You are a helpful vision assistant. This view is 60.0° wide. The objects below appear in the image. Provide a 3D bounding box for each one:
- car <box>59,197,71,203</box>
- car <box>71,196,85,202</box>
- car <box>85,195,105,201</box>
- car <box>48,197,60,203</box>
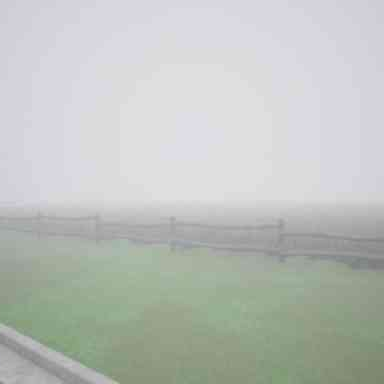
[{"bbox_3d":[-31.375,2.197,86.417,2.033,1.411,5.357,0,0,12],"label":"car"},{"bbox_3d":[-28.046,2.166,85.259,2.033,1.411,5.357,0,0,12],"label":"car"},{"bbox_3d":[-24.531,2.194,84.945,1.895,1.301,4.718,0,0,12],"label":"car"},{"bbox_3d":[-34.794,2.154,87.167,1.882,1.535,5.008,0,0,12],"label":"car"}]
